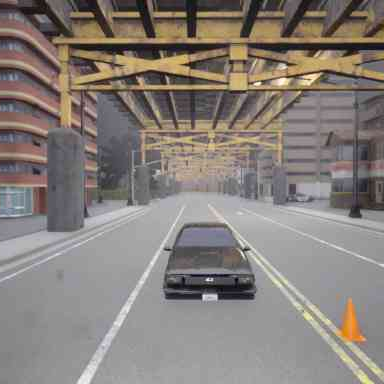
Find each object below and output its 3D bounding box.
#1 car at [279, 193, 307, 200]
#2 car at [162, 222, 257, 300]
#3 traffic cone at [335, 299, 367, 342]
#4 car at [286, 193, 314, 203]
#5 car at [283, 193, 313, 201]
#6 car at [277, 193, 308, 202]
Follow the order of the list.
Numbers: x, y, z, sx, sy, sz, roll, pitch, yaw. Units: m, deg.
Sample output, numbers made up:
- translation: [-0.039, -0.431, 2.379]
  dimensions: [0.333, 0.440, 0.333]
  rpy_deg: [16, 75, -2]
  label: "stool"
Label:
- translation: [17.873, 0.800, 59.001]
  dimensions: [4.536, 1.218, 1.853]
  rpy_deg: [0, 1, 25]
  label: "car"
- translation: [0.363, 1.533, 8.758]
  dimensions: [2.033, 1.411, 5.357]
  rpy_deg: [0, 0, 1]
  label: "car"
- translation: [2.455, 1.949, 5.150]
  dimensions: [0.340, 0.580, 0.340]
  rpy_deg: [0, 0, 0]
  label: "traffic cone"
- translation: [17.476, 1.005, 54.868]
  dimensions: [4.974, 1.542, 2.038]
  rpy_deg: [0, 1, -20]
  label: "car"
- translation: [17.525, 0.847, 54.884]
  dimensions: [4.536, 1.218, 1.853]
  rpy_deg: [0, 1, -20]
  label: "car"
- translation: [17.825, 0.957, 59.025]
  dimensions: [4.974, 1.542, 2.038]
  rpy_deg: [0, 1, 25]
  label: "car"
